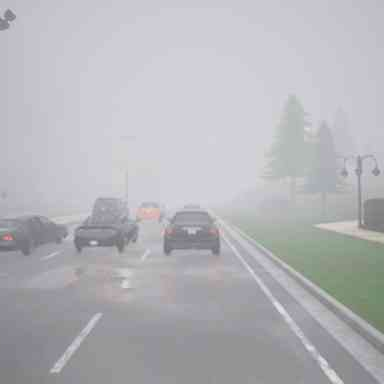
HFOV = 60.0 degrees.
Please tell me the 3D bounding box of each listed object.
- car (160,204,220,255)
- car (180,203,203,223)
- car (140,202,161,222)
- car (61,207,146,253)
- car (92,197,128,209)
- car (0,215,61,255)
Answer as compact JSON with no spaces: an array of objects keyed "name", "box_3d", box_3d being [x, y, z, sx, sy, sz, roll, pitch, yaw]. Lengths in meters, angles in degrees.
[{"name":"car","box_3d":[-0.003,1.483,14.082,2.097,1.767,4.553,0,-1,0]},{"name":"car","box_3d":[-0.007,1.784,29.304,1.837,1.490,4.892,0,0,0]},{"name":"car","box_3d":[-3.509,1.624,29.082,2.097,1.767,4.553,0,-1,0]},{"name":"car","box_3d":[-3.501,1.628,14.306,2.128,1.511,4.902,0,0,0]},{"name":"car","box_3d":[-7.010,1.490,29.026,2.150,2.045,5.566,0,0,0]},{"name":"car","box_3d":[-7.004,1.680,13.985,2.033,1.411,5.357,0,-1,0]}]
